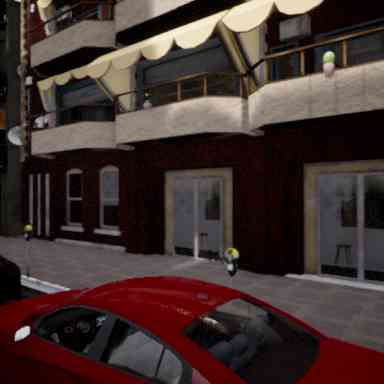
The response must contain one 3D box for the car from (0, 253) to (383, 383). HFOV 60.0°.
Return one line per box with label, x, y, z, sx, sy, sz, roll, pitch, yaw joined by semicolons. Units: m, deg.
car;-0.519;1.535;3.254;4.507;1.381;1.887;0;0;36
